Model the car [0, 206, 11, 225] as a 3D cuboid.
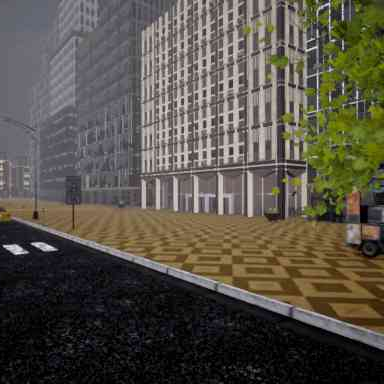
[{"bbox_3d":[-13.899,1.529,23.329,1.752,1.417,4.829,0,0,-38],"label":"car"}]
